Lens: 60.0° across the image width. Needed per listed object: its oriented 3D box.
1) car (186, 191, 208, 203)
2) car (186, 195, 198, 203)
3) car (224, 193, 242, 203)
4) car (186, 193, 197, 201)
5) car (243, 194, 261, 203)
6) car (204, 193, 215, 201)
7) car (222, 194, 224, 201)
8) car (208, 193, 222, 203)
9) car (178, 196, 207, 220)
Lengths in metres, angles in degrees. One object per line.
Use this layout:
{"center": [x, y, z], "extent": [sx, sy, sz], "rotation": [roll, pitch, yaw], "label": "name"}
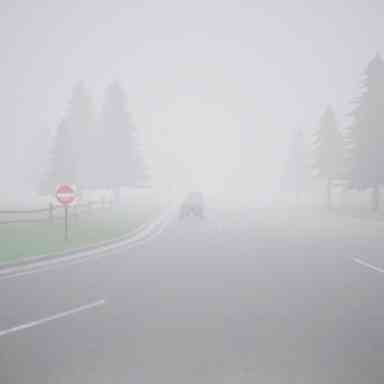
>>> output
{"center": [0.409, 0.947, 40.954], "extent": [2.150, 2.045, 5.566], "rotation": [0, 0, 0], "label": "car"}
{"center": [-0.007, 1.216, 57.147], "extent": [1.895, 1.301, 4.718], "rotation": [0, 0, 0], "label": "car"}
{"center": [6.993, 1.141, 57.117], "extent": [1.812, 1.442, 4.674], "rotation": [0, 0, 0], "label": "car"}
{"center": [-0.008, 1.040, 67.119], "extent": [2.128, 1.511, 4.902], "rotation": [0, 0, 0], "label": "car"}
{"center": [10.493, 1.140, 57.118], "extent": [1.812, 1.442, 4.674], "rotation": [0, 0, 0], "label": "car"}
{"center": [3.492, 1.040, 67.120], "extent": [2.128, 1.511, 4.902], "rotation": [0, 0, 0], "label": "car"}
{"center": [6.992, 1.030, 67.120], "extent": [1.882, 1.535, 5.008], "rotation": [0, 0, 0], "label": "car"}
{"center": [3.493, 1.179, 57.117], "extent": [1.994, 1.385, 4.181], "rotation": [0, 0, 0], "label": "car"}
{"center": [-0.018, 1.328, 26.080], "extent": [1.837, 1.490, 4.892], "rotation": [0, 0, 0], "label": "car"}
